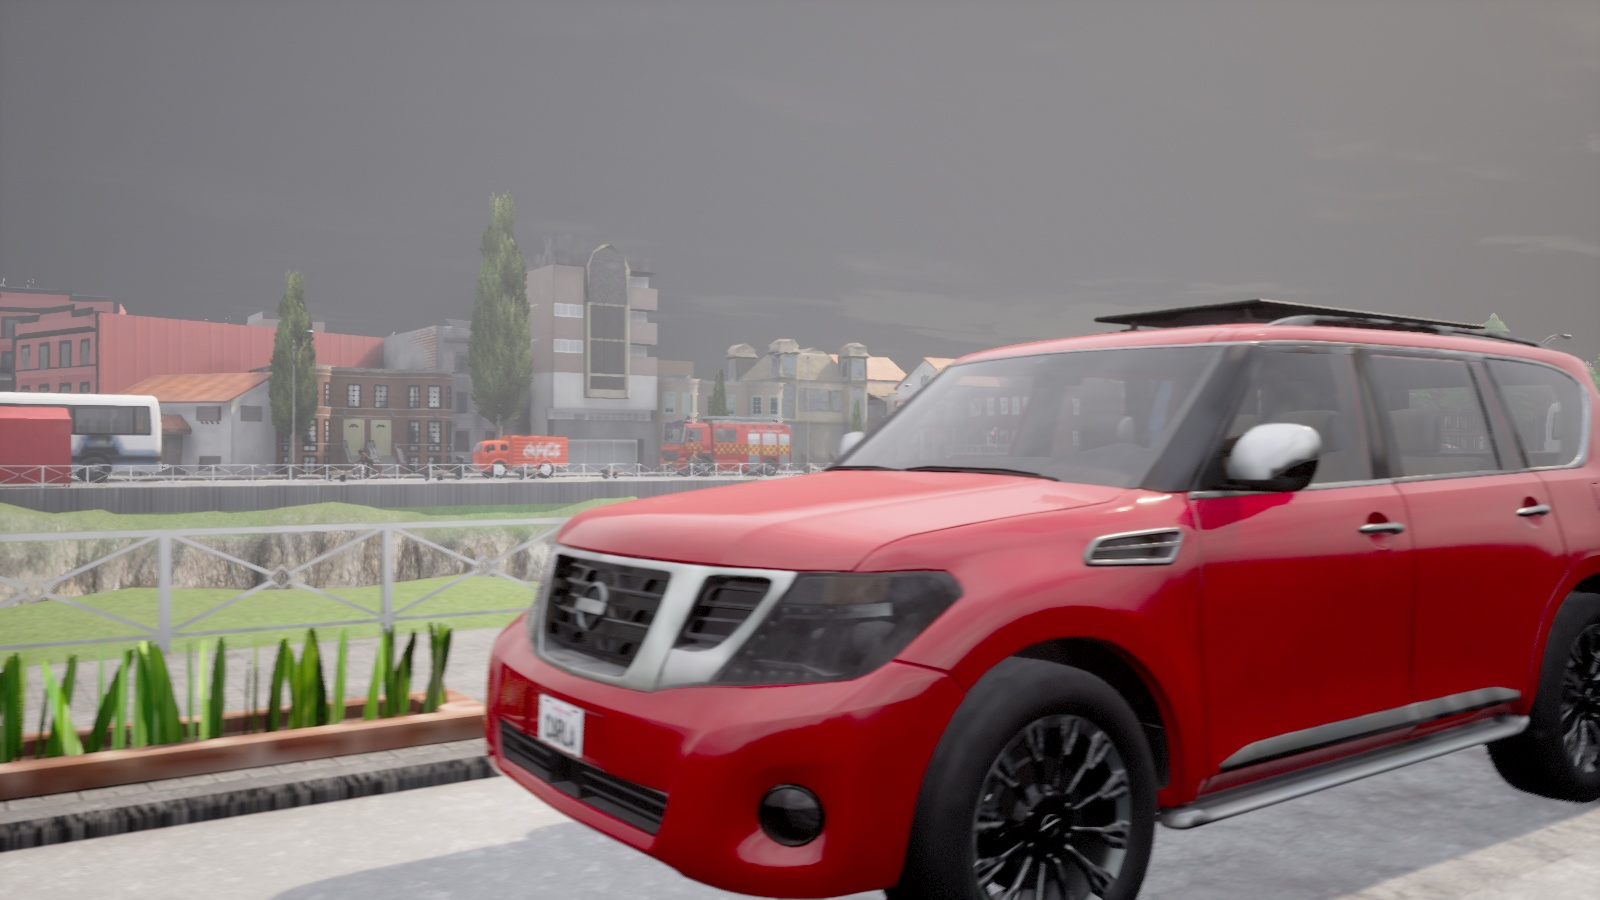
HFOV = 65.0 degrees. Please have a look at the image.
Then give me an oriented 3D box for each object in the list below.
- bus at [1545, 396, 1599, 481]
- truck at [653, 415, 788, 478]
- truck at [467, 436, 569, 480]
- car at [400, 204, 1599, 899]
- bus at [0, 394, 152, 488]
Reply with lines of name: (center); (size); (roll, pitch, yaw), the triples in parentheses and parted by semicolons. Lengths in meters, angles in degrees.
bus: (43.024, -0.572, 61.771); (3.944, 4.253, 10.273); (0, 0, -33)
truck: (-5.053, -0.211, 80.896); (8.468, 3.827, 2.891); (0, 0, -35)
truck: (-16.335, 0.471, 72.718); (5.204, 2.467, 2.627); (0, 0, -31)
car: (1.443, 0.474, 5.281); (5.566, 2.045, 2.150); (0, 0, -35)
bus: (-36.399, -0.409, 58.966); (10.273, 4.253, 3.944); (0, 0, -33)
